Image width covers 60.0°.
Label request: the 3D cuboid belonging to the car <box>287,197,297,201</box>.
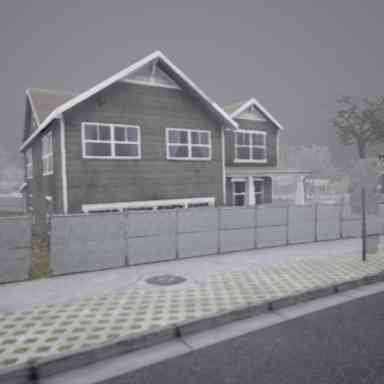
[{"bbox_3d":[18.869,1.572,62.378,1.994,1.385,4.181,-1,0,14],"label":"car"}]
